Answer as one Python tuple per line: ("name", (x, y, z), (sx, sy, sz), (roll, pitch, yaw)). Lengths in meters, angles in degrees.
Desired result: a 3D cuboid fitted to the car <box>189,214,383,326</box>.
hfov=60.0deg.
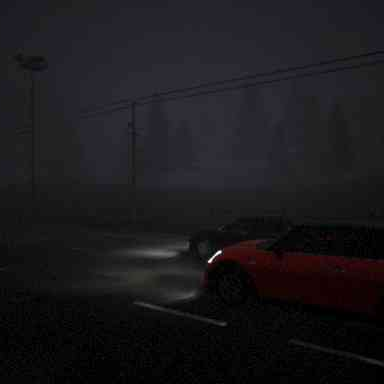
("car", (2.469, 1.335, 6.485), (4.553, 1.767, 2.097), (0, 0, 35))
